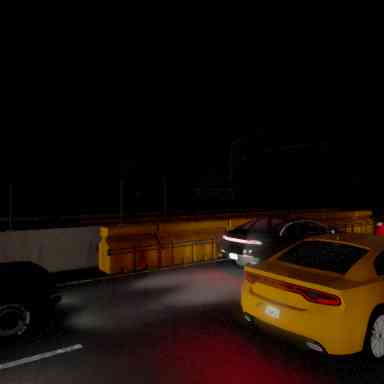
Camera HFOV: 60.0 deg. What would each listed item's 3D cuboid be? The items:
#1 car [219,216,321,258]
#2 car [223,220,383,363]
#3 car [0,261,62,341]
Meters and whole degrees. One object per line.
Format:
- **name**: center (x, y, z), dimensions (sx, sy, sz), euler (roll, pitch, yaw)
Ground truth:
- **car**: center (3.074, 1.492, 10.240), dimensions (4.902, 1.511, 2.128), euler (0, 0, -36)
- **car**: center (3.111, 1.478, 5.969), dimensions (5.008, 1.535, 1.882), euler (0, 0, -36)
- **car**: center (-4.502, 1.601, 4.833), dimensions (4.718, 1.301, 1.895), euler (0, 0, -36)
